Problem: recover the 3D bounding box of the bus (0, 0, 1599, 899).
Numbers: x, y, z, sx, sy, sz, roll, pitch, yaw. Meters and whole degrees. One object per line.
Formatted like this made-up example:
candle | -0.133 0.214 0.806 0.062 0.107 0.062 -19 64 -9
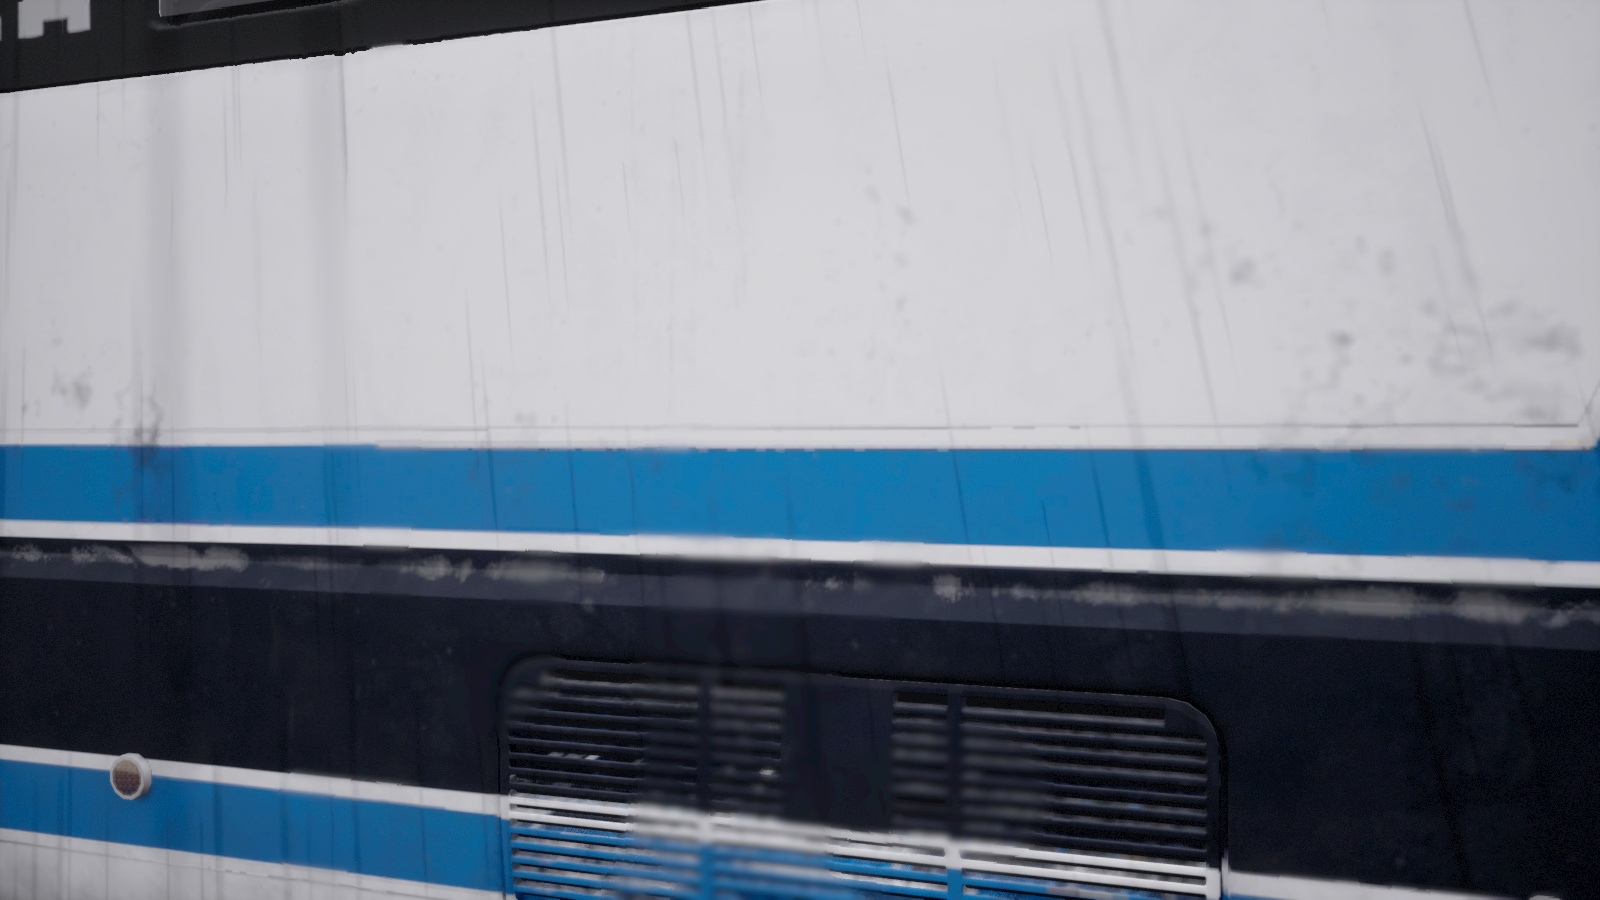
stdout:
bus | -0.127 -0.610 3.748 10.273 4.253 3.944 1 1 19
